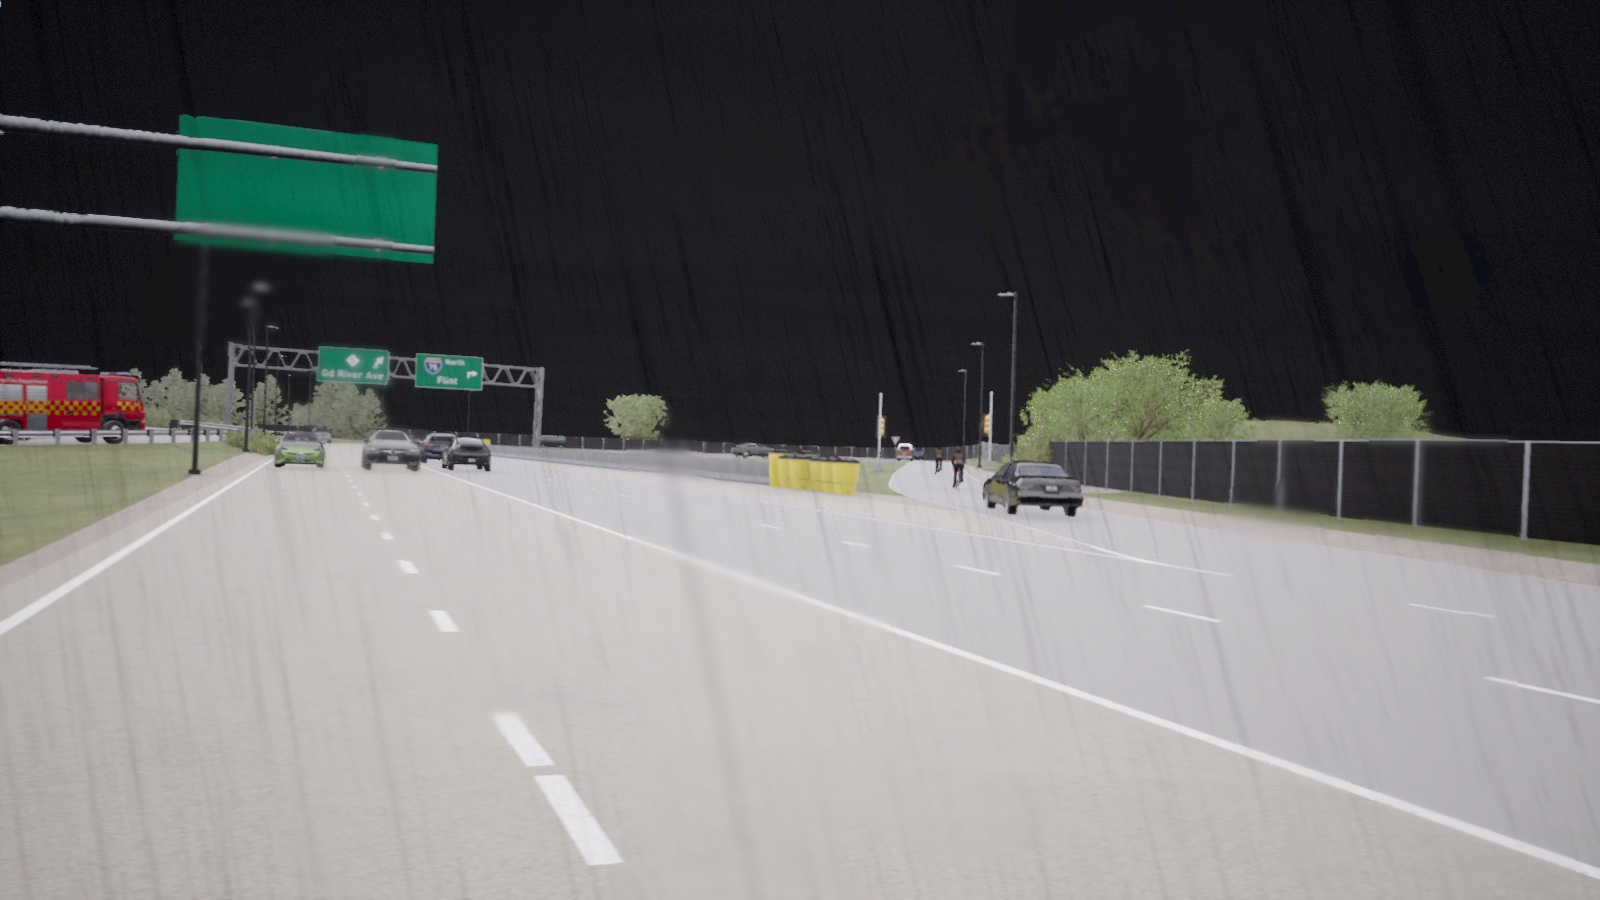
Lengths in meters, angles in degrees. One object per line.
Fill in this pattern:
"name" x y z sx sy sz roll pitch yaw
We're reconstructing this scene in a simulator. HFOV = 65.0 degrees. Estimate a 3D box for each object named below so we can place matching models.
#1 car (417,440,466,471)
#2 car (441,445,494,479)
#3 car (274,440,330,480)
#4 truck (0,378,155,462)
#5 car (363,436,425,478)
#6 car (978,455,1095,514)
"car" -20.131 0.290 70.386 2.242 1.667 4.611 1 0 -21
"car" -15.386 0.536 57.991 1.837 1.490 4.892 1 0 -21
"car" -20.228 0.371 51.068 2.007 1.525 4.514 1 0 -21
"truck" -35.936 -1.443 60.483 2.891 3.827 8.468 1 2 29
"car" -16.900 0.272 52.173 2.152 1.651 5.027 1 0 -21
"car" 6.337 0.889 34.305 2.033 1.411 5.357 1 0 -2
